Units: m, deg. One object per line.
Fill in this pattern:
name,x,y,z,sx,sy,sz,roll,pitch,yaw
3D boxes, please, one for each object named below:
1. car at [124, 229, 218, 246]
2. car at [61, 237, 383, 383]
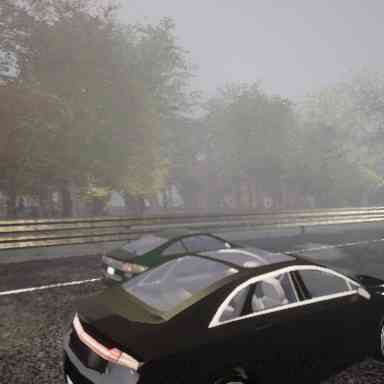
car,-0.002,1.583,7.904,4.181,1.385,1.994,0,0,-34
car,0.938,1.509,4.310,4.902,1.511,2.128,0,0,-35
